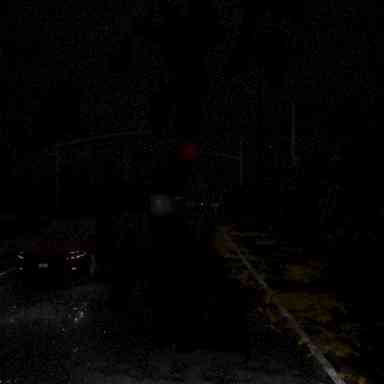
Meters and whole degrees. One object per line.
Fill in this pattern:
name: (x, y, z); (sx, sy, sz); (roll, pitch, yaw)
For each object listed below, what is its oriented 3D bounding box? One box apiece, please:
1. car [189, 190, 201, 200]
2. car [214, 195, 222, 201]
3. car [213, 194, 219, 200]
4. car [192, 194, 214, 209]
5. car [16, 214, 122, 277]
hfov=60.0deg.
car: (0.726, 0.678, 67.121); (2.150, 2.045, 5.566); (0, -1, 8)
car: (6.697, 1.492, 85.079); (1.882, 1.535, 5.008); (0, -1, 6)
car: (5.379, 1.238, 74.998); (1.812, 1.442, 4.674); (0, -2, 8)
car: (1.462, 1.424, 44.166); (1.994, 1.385, 4.181); (0, 3, 5)
car: (-3.559, 1.497, 10.501); (1.882, 1.535, 5.008); (0, 0, 1)
